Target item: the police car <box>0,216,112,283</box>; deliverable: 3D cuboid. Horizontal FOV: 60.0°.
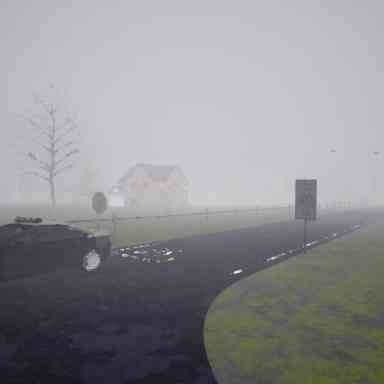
[{"bbox_3d":[-4.548,1.480,8.898,1.930,1.638,5.238,0,-1,36],"label":"police car"}]
